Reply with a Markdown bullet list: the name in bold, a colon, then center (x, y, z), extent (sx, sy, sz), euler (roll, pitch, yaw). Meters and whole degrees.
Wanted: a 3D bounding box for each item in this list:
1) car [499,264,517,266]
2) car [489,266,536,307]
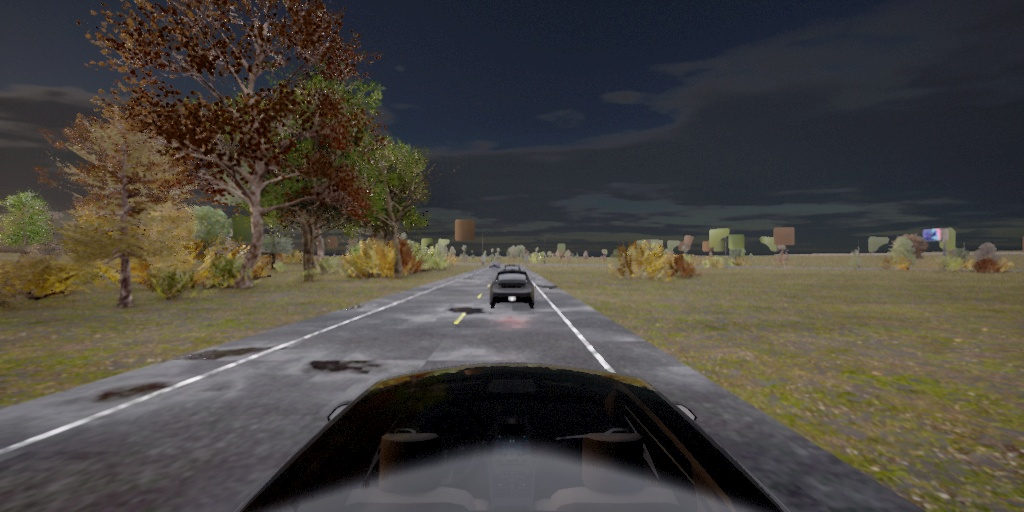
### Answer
- **car**: center (0.021, 1.526, 31.148), extent (1.837, 1.490, 4.892), euler (0, 0, 0)
- **car**: center (0.012, 1.390, 16.154), extent (1.837, 1.490, 4.892), euler (0, 0, 0)
